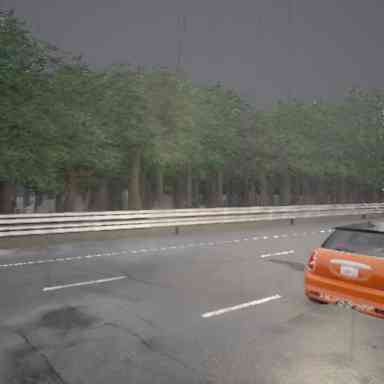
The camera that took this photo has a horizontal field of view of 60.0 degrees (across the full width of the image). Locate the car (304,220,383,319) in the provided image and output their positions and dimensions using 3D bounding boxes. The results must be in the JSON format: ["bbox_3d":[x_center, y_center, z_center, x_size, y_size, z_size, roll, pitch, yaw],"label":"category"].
[{"bbox_3d":[4.460,1.402,6.977,4.553,1.767,2.097,0,0,-35],"label":"car"}]
